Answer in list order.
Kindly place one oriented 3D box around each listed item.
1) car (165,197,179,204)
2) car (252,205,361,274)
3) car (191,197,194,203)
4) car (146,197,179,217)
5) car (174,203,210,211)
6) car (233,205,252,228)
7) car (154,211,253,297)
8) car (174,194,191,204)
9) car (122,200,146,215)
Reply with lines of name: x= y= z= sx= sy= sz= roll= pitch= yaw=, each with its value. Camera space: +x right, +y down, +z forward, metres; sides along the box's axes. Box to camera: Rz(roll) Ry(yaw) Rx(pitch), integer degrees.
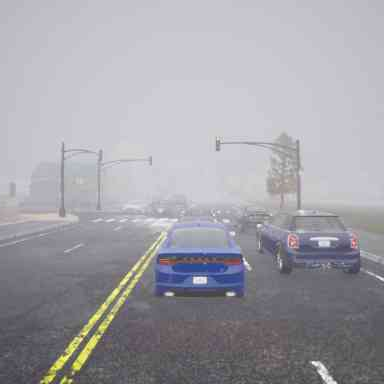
car: x=-3.990 y=1.676 z=66.896 sx=2.033 sy=1.411 sz=5.357 roll=0 pitch=0 yaw=5
car: x=3.448 y=1.358 z=10.721 sx=2.097 sy=1.767 sz=4.553 roll=0 pitch=0 yaw=1
car: x=-0.647 y=1.729 z=67.890 sx=1.895 sy=1.301 sz=4.718 roll=0 pitch=0 yaw=5
car: x=-2.722 y=1.530 z=32.232 sx=2.128 sy=1.511 sz=4.902 roll=0 pitch=0 yaw=2
car: x=0.322 y=1.563 z=18.441 sx=2.033 sy=1.411 sz=5.357 roll=0 pitch=0 yaw=1
car: x=3.613 y=1.520 z=19.873 sx=1.837 sy=1.490 sz=4.892 roll=0 pitch=0 yaw=1
car: x=0.167 y=1.483 z=8.628 sx=1.882 sy=1.535 sz=5.008 roll=0 pitch=0 yaw=0
car: x=-1.848 y=1.299 z=50.996 sx=2.150 sy=2.045 sz=5.566 roll=0 pitch=0 yaw=3
car: x=-5.886 y=1.571 z=34.619 sx=1.812 sy=1.442 sz=4.674 roll=0 pitch=0 yaw=2
